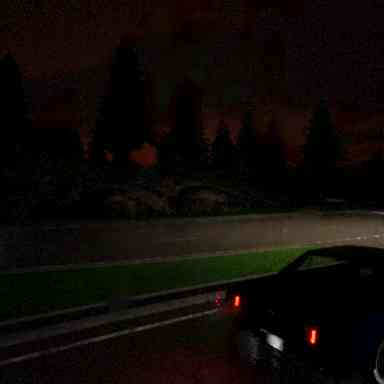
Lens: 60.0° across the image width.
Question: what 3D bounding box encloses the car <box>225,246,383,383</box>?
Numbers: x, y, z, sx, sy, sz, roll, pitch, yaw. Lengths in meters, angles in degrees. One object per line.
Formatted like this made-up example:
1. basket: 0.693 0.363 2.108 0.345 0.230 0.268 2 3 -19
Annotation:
1. car: 2.942 1.544 5.218 4.718 1.301 1.895 -1 1 -30
